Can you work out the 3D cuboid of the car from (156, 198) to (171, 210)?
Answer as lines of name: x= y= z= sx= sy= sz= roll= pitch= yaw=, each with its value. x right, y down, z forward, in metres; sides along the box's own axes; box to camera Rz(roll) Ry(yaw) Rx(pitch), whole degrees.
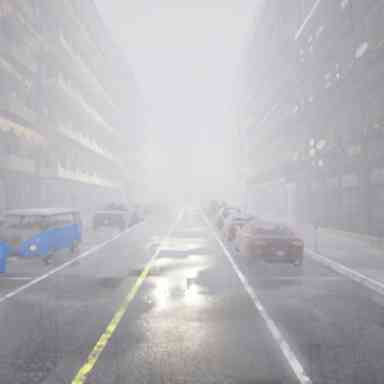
car: x=-5.307 y=2.018 z=56.209 sx=2.192 sy=1.841 sz=5.009 roll=1 pitch=-1 yaw=0

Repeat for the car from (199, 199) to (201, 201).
car: x=2.534 y=2.284 z=56.153 sx=1.802 sy=1.307 sz=4.206 roll=1 pitch=-1 yaw=0

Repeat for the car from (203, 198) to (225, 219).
car: x=2.546 y=1.721 z=34.032 sx=2.192 sy=1.841 sz=5.009 roll=1 pitch=-1 yaw=0

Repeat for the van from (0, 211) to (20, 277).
van: x=-5.292 y=1.414 z=6.438 sx=1.690 sy=1.788 sz=3.998 roll=2 pitch=-1 yaw=0

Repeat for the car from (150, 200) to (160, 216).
car: x=-5.307 y=2.044 z=39.618 sx=1.947 sy=1.339 sz=4.313 roll=1 pitch=-1 yaw=0

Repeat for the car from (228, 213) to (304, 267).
car: x=2.581 y=1.681 z=11.908 sx=1.887 sy=1.381 sz=4.507 roll=1 pitch=-1 yaw=0

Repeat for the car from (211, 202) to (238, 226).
car: x=2.588 y=1.709 z=22.970 sx=1.967 sy=1.590 sz=4.097 roll=1 pitch=-1 yaw=0

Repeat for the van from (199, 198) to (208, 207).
van: x=2.534 y=2.286 z=72.749 sx=1.690 sy=1.788 sz=3.998 roll=1 pitch=-1 yaw=0

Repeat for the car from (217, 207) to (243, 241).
car: x=2.580 y=1.746 z=17.437 sx=1.887 sy=1.381 sz=4.507 roll=1 pitch=-1 yaw=0

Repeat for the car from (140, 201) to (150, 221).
car: x=-5.298 y=1.653 z=28.559 sx=2.192 sy=1.841 sz=5.009 roll=1 pitch=-1 yaw=0

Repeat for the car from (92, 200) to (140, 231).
car: x=-5.297 y=1.585 z=23.030 sx=2.192 sy=1.841 sz=5.009 roll=1 pitch=-1 yaw=0

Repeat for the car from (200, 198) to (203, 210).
car: x=2.540 y=1.990 z=45.093 sx=1.967 sy=1.590 sz=4.097 roll=1 pitch=-1 yaw=0

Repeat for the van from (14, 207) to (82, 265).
van: x=-5.294 y=1.478 z=11.970 sx=1.690 sy=1.788 sz=3.998 roll=1 pitch=-1 yaw=0

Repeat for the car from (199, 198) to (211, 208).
car: x=2.536 y=2.177 z=67.218 sx=2.192 sy=1.841 sz=5.009 roll=1 pitch=-1 yaw=0
